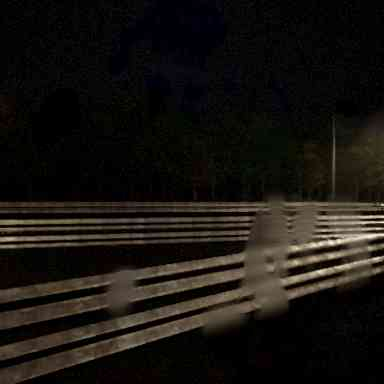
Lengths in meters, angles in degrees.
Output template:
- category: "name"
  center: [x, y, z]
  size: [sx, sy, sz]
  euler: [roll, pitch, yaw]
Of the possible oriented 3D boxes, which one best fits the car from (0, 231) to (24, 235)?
- category: "car"
  center: [-9.658, 1.451, 14.027]
  size: [4.718, 1.301, 1.895]
  euler: [1, 0, -17]
